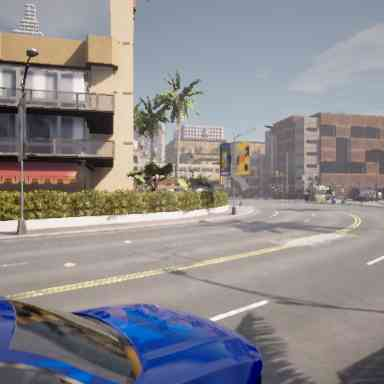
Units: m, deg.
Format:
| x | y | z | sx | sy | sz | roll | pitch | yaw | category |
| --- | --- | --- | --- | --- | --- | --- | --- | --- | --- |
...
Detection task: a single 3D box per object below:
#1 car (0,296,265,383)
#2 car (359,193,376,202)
| x | y | z | sx | sy | sz | roll | pitch | yaw | category |
| --- | --- | --- | --- | --- | --- | --- | --- | --- | --- |
| -1.642 | 1.469 | 2.108 | 5.008 | 1.535 | 1.882 | 0 | 0 | -36 | car |
| 36.605 | 1.215 | 70.992 | 2.185 | 1.767 | 4.553 | 0 | 0 | -14 | car |
